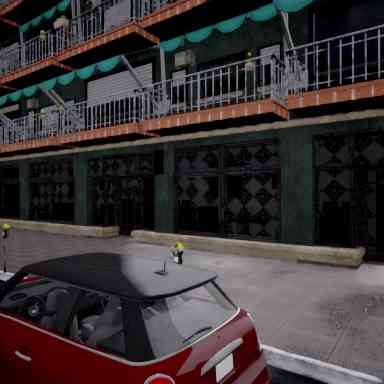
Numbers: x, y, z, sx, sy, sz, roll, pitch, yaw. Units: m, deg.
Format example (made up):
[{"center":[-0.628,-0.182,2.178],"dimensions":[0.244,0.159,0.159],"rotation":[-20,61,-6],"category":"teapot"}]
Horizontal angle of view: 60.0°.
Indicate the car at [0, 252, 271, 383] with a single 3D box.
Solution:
[{"center":[-1.315,1.440,3.812],"dimensions":[4.097,1.590,1.967],"rotation":[0,0,35],"category":"car"}]
